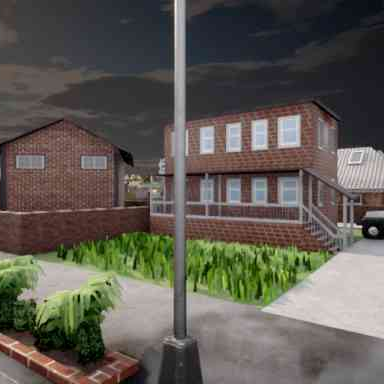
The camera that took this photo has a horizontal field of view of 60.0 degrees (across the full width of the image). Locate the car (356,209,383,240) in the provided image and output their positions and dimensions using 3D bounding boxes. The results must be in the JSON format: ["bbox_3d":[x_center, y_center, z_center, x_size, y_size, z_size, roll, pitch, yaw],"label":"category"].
[{"bbox_3d":[8.471,0.973,12.606,3.866,1.878,1.905,0,0,36],"label":"car"}]
